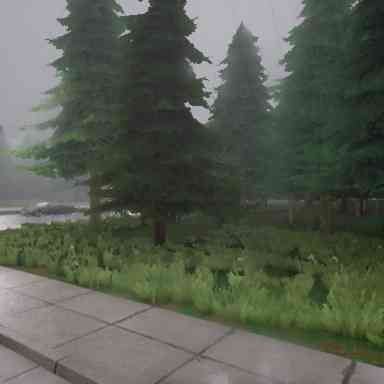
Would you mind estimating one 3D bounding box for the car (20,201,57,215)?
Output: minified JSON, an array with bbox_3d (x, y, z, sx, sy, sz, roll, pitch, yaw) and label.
[{"bbox_3d":[-12.699,1.498,29.471,1.812,1.442,4.674,0,0,35],"label":"car"}]
